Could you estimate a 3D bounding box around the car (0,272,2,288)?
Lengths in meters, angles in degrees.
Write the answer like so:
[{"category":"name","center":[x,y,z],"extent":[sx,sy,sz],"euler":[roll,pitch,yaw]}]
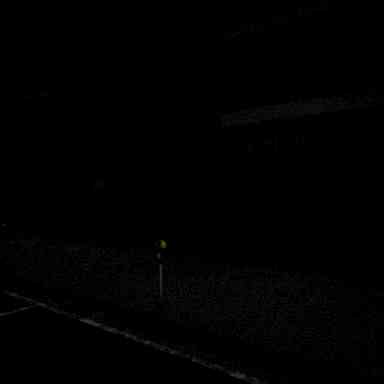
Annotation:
[{"category":"car","center":[-6.073,1.440,7.412],"extent":[4.097,1.590,1.967],"euler":[0,0,36]}]
